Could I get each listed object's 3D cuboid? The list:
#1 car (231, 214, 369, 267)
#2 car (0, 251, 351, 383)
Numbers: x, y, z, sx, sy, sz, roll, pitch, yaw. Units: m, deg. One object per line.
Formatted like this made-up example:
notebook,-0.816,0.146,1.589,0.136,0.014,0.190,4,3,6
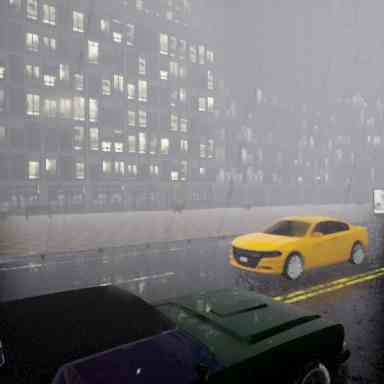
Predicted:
car,3.371,1.476,10.083,5.008,1.535,1.882,0,0,-36
car,-0.619,1.601,2.997,4.718,1.301,1.895,0,0,-36
